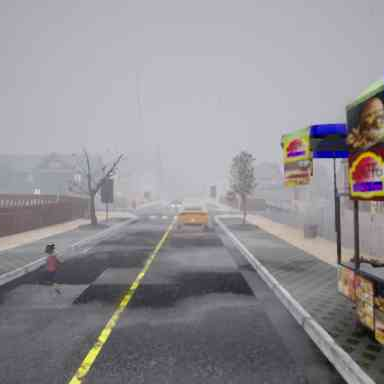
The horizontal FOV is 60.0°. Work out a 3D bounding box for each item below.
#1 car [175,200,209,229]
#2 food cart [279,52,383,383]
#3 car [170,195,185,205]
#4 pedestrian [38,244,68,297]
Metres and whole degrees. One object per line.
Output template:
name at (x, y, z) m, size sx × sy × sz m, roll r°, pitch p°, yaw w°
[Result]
car at (0.067, 1.496, 21.802) m, size 1.882 × 1.535 × 5.008 m, roll 0°, pitch 0°, yaw 0°
food cart at (2.981, 0.467, 4.527) m, size 2.280 × 3.560 × 4.660 m, roll -1°, pitch -1°, yaw 0°
car at (-2.807, 1.681, 60.473) m, size 1.994 × 1.385 × 4.181 m, roll 0°, pitch 0°, yaw 0°
pedestrian at (-2.953, 1.296, 7.044) m, size 0.375 × 1.860 × 0.375 m, roll 1°, pitch -1°, yaw -3°
